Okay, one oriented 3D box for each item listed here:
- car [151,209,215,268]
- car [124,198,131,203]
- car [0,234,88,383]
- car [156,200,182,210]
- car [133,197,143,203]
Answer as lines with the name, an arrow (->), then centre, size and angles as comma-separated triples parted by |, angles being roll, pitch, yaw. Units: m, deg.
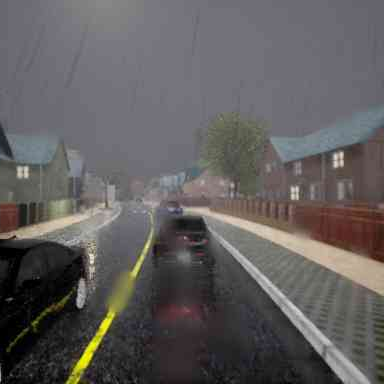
car -> -0.321, 1.527, 11.387 | 1.837, 1.490, 4.892 | 0, -1, -3
car -> -18.013, 2.236, 92.522 | 1.994, 1.385, 4.181 | 0, -1, -12
car -> -2.990, 1.487, 4.840 | 1.882, 1.535, 5.008 | 0, 0, -2
car -> -1.935, 1.453, 28.111 | 2.097, 1.767, 4.553 | 0, 0, -7
car -> -13.453, 2.060, 84.508 | 1.837, 1.490, 4.892 | 0, -1, -12
